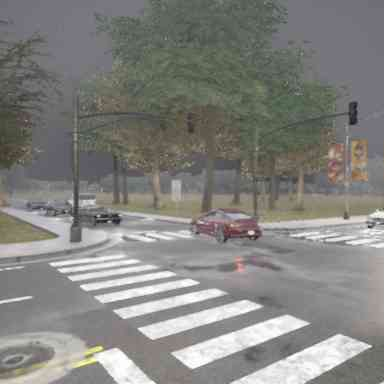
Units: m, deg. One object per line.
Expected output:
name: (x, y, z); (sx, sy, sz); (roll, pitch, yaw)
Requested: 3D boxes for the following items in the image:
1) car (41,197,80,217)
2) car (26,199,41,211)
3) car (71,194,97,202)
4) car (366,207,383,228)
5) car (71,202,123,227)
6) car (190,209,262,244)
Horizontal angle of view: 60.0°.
car: (-12.386, 1.468, 31.174); (1.837, 1.490, 4.892); (0, 0, -36)
car: (-18.513, 1.502, 39.793); (2.033, 1.411, 5.357); (0, 0, -36)
car: (-11.909, 1.184, 35.590); (2.150, 2.045, 5.566); (0, 0, -35)
car: (12.749, 1.524, 20.760); (4.674, 1.442, 1.812); (0, 0, -35)
car: (-6.475, 1.576, 22.877); (1.895, 1.301, 4.718); (0, 0, -36)
car: (1.526, 1.520, 15.986); (1.812, 1.442, 4.674); (1, 0, -24)
